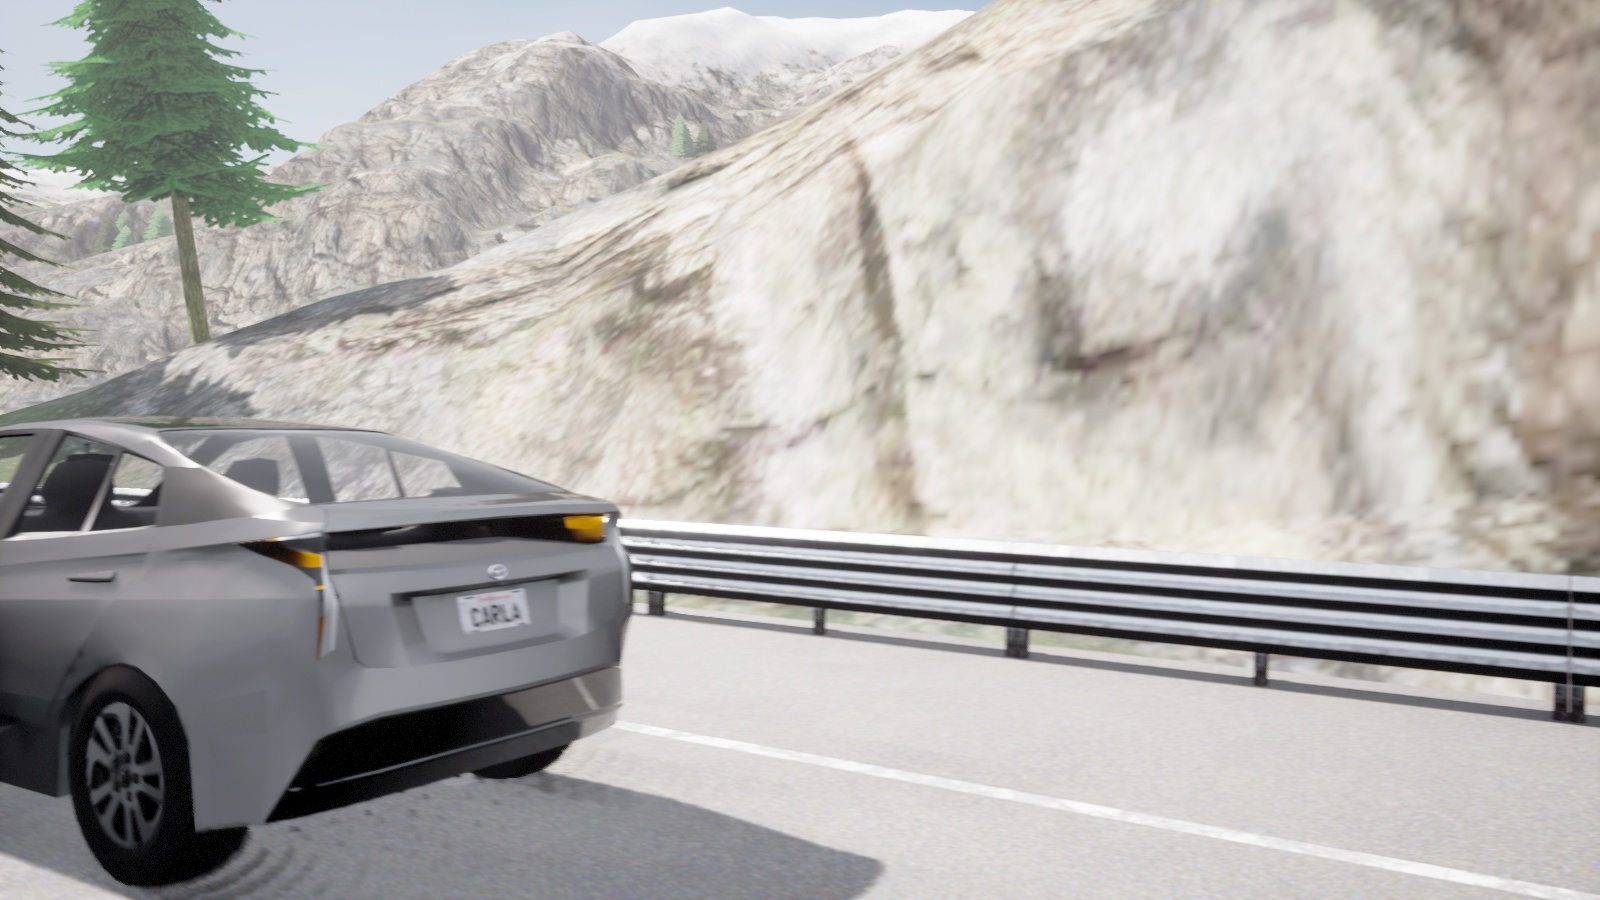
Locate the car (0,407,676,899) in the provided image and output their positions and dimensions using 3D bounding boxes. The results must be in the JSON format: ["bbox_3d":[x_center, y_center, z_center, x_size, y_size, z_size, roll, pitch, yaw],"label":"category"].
[{"bbox_3d":[-2.960,0.629,5.557,4.514,1.525,2.007,0,1,33],"label":"car"}]
